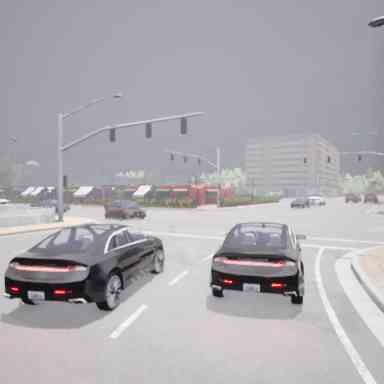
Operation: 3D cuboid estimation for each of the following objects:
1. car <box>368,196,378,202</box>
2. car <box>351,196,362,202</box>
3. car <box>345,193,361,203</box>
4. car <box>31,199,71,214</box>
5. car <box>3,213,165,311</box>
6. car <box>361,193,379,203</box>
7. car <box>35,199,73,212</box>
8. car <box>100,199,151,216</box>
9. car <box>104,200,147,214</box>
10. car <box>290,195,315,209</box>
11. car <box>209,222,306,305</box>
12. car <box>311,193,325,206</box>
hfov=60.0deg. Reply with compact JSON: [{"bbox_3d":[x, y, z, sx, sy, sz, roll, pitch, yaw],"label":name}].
[{"bbox_3d":[42.163,1.571,77.348,1.812,1.442,4.674,0,0,31],"label":"car"},{"bbox_3d":[39.394,1.588,79.528,2.033,1.411,5.357,0,0,31],"label":"car"},{"bbox_3d":[33.850,1.267,70.454,2.150,2.045,5.566,0,0,31],"label":"car"},{"bbox_3d":[-15.107,1.639,34.830,4.181,1.385,1.994,0,0,32],"label":"car"},{"bbox_3d":[-2.071,1.496,7.863,2.128,1.511,4.902,0,0,12],"label":"car"},{"bbox_3d":[36.645,1.266,68.315,2.150,2.045,5.566,0,0,31],"label":"car"},{"bbox_3d":[-16.597,1.603,39.872,4.674,1.442,1.812,0,0,32],"label":"car"},{"bbox_3d":[-6.804,1.566,33.824,4.902,1.511,2.128,0,0,31],"label":"car"},{"bbox_3d":[-5.594,1.628,27.959,1.994,1.385,4.181,0,-1,-42],"label":"car"},{"bbox_3d":[15.485,1.575,47.290,2.033,1.411,5.357,0,0,31],"label":"car"},{"bbox_3d":[1.746,1.496,8.255,2.128,1.511,4.902,0,0,16],"label":"car"},{"bbox_3d":[21.133,1.257,56.497,2.150,2.045,5.566,0,0,31],"label":"car"}]
